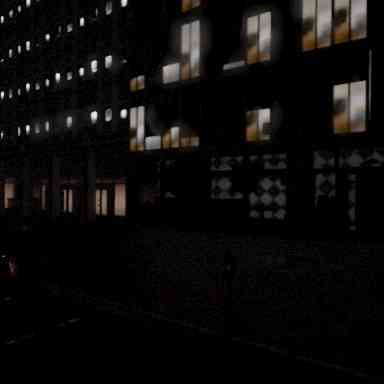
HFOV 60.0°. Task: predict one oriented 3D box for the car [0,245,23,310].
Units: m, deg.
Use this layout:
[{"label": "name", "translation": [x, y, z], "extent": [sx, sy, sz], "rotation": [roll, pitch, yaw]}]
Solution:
[{"label": "car", "translation": [-5.179, 1.439, 6.563], "extent": [4.097, 1.590, 1.967], "rotation": [0, 1, 36]}]
